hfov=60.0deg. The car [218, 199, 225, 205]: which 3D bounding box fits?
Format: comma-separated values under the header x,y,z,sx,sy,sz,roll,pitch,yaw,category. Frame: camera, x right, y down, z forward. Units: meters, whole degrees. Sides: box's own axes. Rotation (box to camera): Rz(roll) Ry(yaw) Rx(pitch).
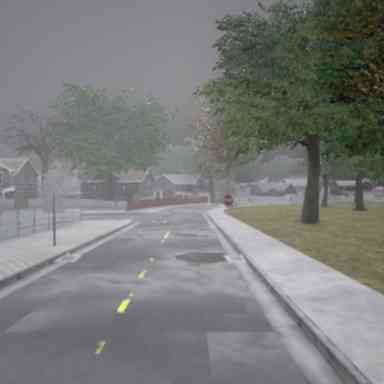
x,y,z,sx,sy,sz,roll,pitch,yaw,category
7.812,2.344,78.857,2.033,1.411,5.357,1,0,28,car
